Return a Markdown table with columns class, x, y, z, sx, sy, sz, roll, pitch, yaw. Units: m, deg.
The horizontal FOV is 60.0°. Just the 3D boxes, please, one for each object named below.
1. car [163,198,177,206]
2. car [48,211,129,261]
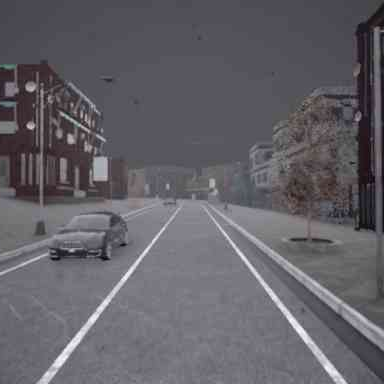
| class | x | y | z | sx | sy | sz | roll | pitch | yaw |
| --- | --- | --- | --- | --- | --- | --- | --- | --- | --- |
| car | -3.531 | 1.579 | 53.729 | 1.994 | 1.385 | 4.181 | 0 | 0 | 0 |
| car | -3.592 | 1.503 | 12.345 | 1.837 | 1.490 | 4.892 | 0 | 0 | 0 |
